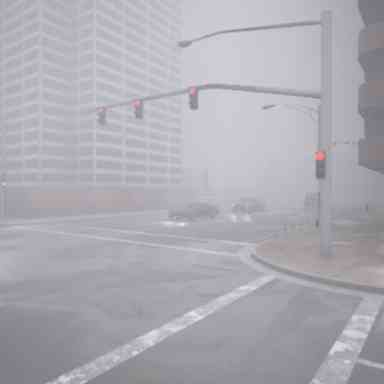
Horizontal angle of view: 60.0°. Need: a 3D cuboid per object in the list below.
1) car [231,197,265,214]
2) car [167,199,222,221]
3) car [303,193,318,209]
[{"bbox_3d":[6.012,1.329,35.298,2.097,1.767,4.553,0,0,35],"label":"car"},{"bbox_3d":[0.280,1.525,27.203,2.033,1.411,5.357,0,0,35],"label":"car"},{"bbox_3d":[16.306,1.204,43.561,2.150,2.045,5.566,0,0,35],"label":"car"}]
